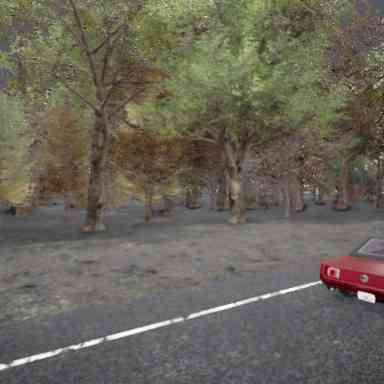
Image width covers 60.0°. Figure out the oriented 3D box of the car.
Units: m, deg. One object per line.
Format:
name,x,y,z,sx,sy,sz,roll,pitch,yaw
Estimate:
car,4.950,1.592,7.229,4.718,1.301,1.895,0,0,-35
